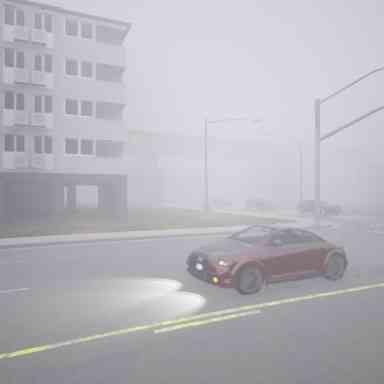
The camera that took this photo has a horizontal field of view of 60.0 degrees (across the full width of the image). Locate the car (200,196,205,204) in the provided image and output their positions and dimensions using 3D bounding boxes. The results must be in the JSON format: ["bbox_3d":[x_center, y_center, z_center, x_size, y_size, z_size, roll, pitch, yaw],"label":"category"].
[{"bbox_3d":[2.534,1.505,61.434,1.837,1.490,4.892,0,0,3],"label":"car"}]

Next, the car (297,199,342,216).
[{"bbox_3d":[12.713,1.505,33.453,1.837,1.490,4.892,0,0,-25],"label":"car"}]

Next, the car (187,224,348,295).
[{"bbox_3d":[1.975,1.564,8.636,4.181,1.385,1.994,0,0,-26],"label":"car"}]

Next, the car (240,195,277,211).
[{"bbox_3d":[8.660,1.492,42.017,2.128,1.511,4.902,0,0,-25],"label":"car"}]

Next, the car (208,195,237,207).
[{"bbox_3d":[4.509,1.505,51.301,1.837,1.490,4.892,0,0,-21],"label":"car"}]

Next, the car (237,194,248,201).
[{"bbox_3d":[11.176,1.540,75.348,2.033,1.411,5.357,0,0,41],"label":"car"}]
